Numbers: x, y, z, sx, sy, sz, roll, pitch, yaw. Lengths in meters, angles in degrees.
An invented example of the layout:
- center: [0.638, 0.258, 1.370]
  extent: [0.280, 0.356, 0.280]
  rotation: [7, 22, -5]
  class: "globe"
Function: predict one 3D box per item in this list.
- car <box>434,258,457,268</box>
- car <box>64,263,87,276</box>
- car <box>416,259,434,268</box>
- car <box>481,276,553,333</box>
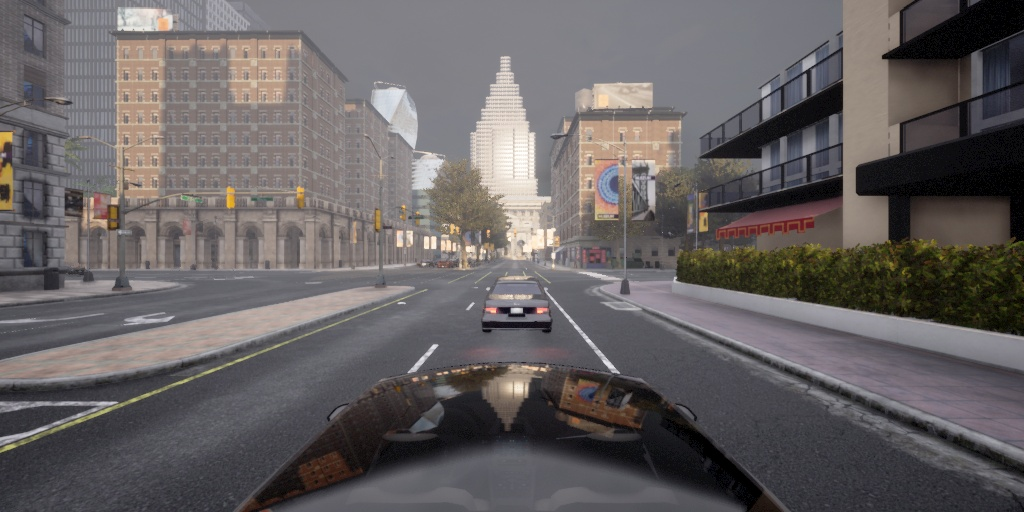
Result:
- center: [-11.048, 1.102, 59.666]
  extent: [2.097, 1.767, 4.553]
  rotation: [0, 0, 1]
  class: "car"
- center: [-43.652, 1.314, 34.612]
  extent: [4.181, 1.385, 1.994]
  rotation: [0, 0, 1]
  class: "car"
- center: [-14.518, 1.241, 61.552]
  extent: [2.128, 1.511, 4.902]
  rotation: [0, 0, 1]
  class: "car"
- center: [0.146, 1.297, 10.736]
  extent: [2.033, 1.411, 5.357]
  rotation: [0, 0, 1]
  class: "car"
